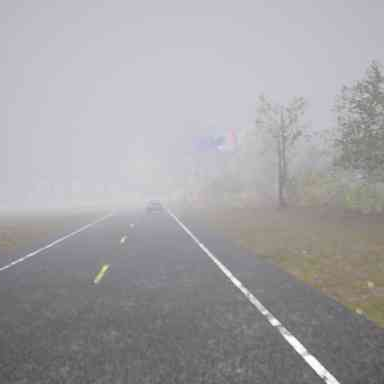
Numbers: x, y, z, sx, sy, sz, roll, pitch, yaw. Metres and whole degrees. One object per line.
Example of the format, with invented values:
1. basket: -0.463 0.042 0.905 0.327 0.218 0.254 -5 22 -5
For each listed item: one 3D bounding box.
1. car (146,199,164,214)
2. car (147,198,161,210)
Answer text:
1. car: -4.311 1.690 38.642 2.128 1.511 4.902 -3 0 -6
2. car: -5.681 1.739 50.151 1.882 1.535 5.008 -3 0 -6
